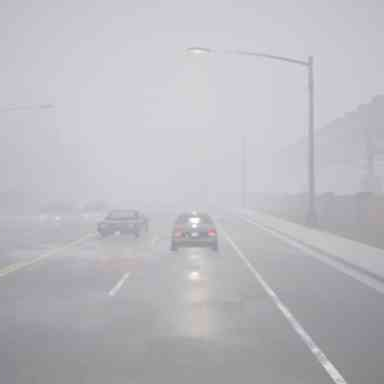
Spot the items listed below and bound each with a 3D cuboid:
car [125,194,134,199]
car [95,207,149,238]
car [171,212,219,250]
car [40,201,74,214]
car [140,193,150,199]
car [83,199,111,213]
[{"bbox_3d":[-14.417,1.232,76.495,1.837,1.490,4.892,0,0,-5],"label":"car"},{"bbox_3d":[-3.408,1.590,17.435,1.895,1.301,4.718,0,0,0],"label":"car"},{"bbox_3d":[0.094,1.539,14.178,2.033,1.411,5.357,0,0,0],"label":"car"},{"bbox_3d":[-14.104,1.579,35.052,1.895,1.301,4.718,0,0,0],"label":"car"},{"bbox_3d":[-11.107,1.069,78.642,1.837,1.490,4.892,0,0,-6],"label":"car"},{"bbox_3d":[-10.601,1.525,37.544,2.033,1.411,5.357,0,0,0],"label":"car"}]
